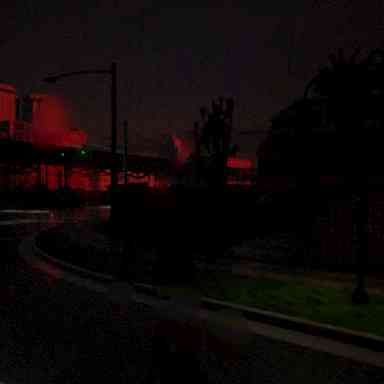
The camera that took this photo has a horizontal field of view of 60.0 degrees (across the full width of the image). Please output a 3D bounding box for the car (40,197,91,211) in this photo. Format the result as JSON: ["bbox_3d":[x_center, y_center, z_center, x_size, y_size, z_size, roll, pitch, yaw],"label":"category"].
[{"bbox_3d":[-14.903,1.362,39.560,1.837,1.490,4.892,0,1,37],"label":"car"}]

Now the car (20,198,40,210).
[{"bbox_3d":[-18.471,1.401,40.645,1.812,1.442,4.674,0,1,37],"label":"car"}]

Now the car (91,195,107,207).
[{"bbox_3d":[-12.956,1.258,47.952,2.128,1.511,4.902,0,1,37],"label":"car"}]

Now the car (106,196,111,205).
[{"bbox_3d":[-9.036,1.289,47.337,2.033,1.411,5.357,0,1,37],"label":"car"}]
